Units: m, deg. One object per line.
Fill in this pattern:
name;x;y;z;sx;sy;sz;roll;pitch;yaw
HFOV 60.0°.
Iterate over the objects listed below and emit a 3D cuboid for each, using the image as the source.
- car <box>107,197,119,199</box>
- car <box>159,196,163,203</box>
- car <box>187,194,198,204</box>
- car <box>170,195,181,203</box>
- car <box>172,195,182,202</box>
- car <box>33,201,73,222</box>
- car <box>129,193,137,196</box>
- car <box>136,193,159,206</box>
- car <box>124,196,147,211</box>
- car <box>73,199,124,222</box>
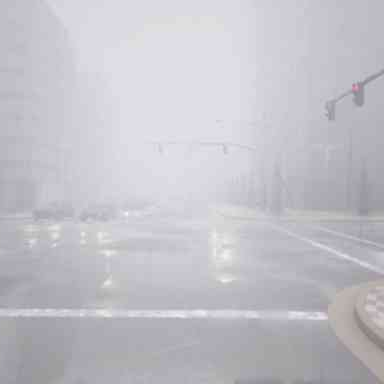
car;-10.541;1.505;43.856;1.837;1.490;4.892;0;0;0
car;-6.921;1.521;68.441;1.812;1.442;4.674;0;0;0
car;0.078;1.548;66.293;2.033;1.411;5.357;0;0;0
car;-3.421;1.505;66.867;1.837;1.490;4.892;0;0;0
car;-3.410;1.495;76.194;2.128;1.511;4.902;0;0;0
car;-10.568;1.451;25.993;1.882;1.535;5.008;0;-1;0
car;-10.491;1.223;60.716;2.150;2.045;5.566;0;0;1
car;-7.027;1.354;52.949;2.097;1.767;4.553;0;0;0
car;-7.049;1.565;40.571;1.994;1.385;4.181;0;0;0
car;-7.072;1.515;25.753;2.033;1.411;5.357;0;-1;0
